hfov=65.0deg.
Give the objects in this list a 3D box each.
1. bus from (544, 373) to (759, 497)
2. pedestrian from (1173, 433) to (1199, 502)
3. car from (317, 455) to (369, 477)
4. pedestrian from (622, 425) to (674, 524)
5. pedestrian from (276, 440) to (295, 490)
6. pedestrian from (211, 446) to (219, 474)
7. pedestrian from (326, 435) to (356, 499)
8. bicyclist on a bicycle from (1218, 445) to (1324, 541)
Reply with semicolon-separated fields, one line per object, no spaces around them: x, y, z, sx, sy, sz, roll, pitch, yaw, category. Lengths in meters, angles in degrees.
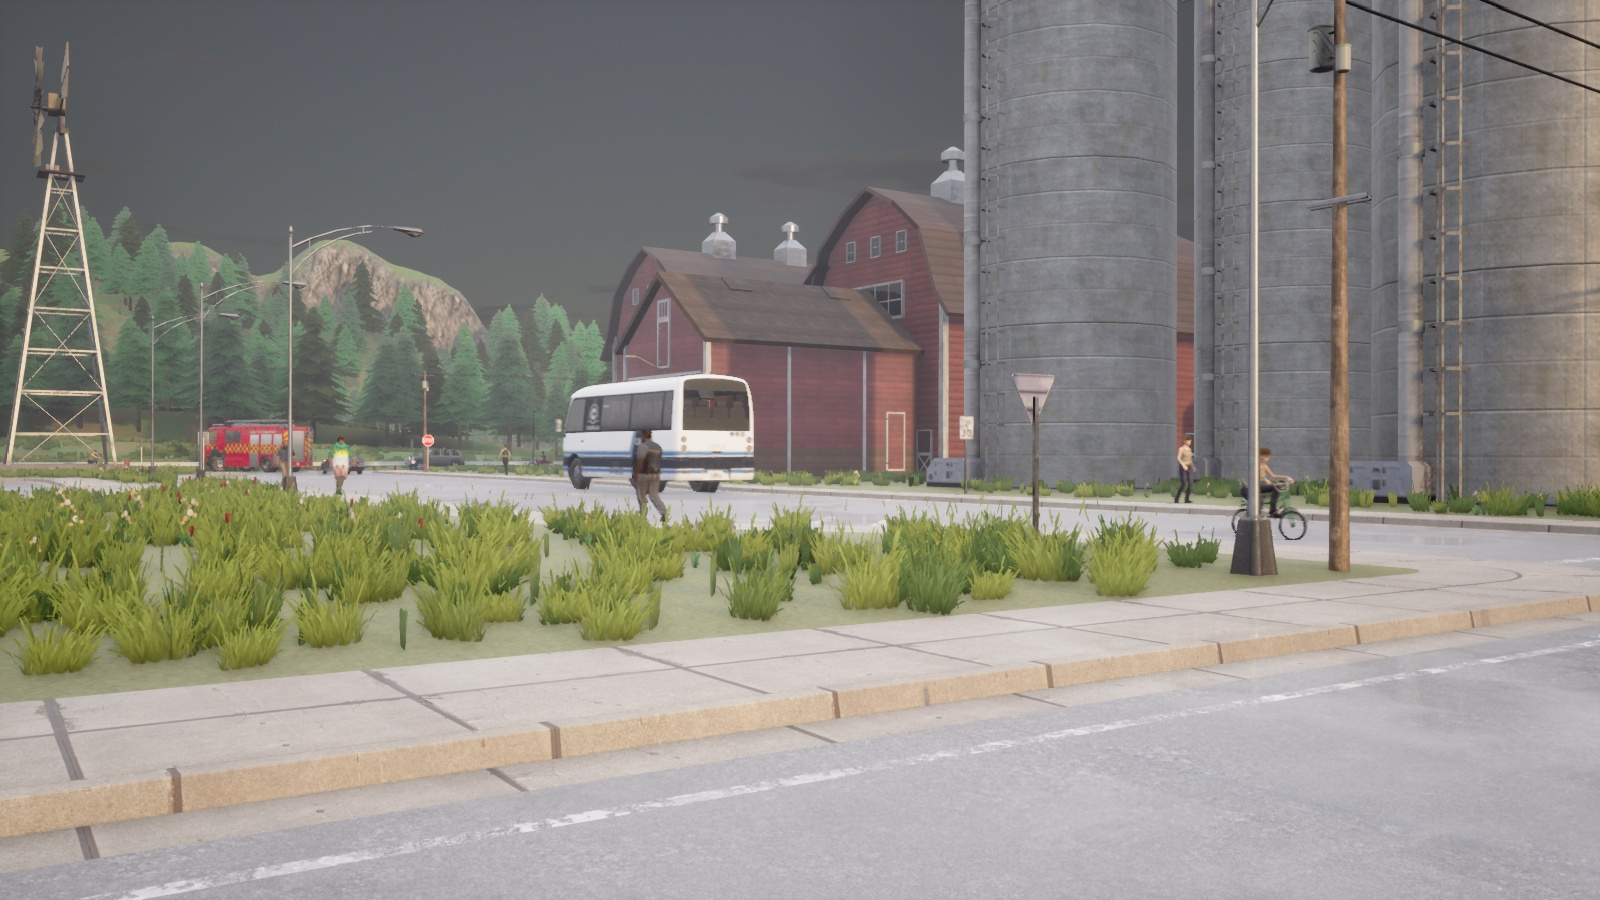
-6.014;-0.500;48.641;3.944;4.253;10.273;0;0;-35;bus
10.315;0.460;33.546;0.345;1.836;0.594;0;0;-26;pedestrian
-30.878;1.065;84.766;2.033;1.411;5.357;0;0;-34;car
-2.945;0.466;24.309;0.849;1.883;0.563;0;0;41;pedestrian
-19.321;0.557;47.165;0.540;1.848;0.694;0;0;-35;pedestrian
-38.638;0.685;82.925;0.370;1.835;0.726;0;0;-19;pedestrian
-14.284;0.526;39.054;0.659;1.952;0.873;0;0;-36;pedestrian
8.180;0.717;21.853;0.866;1.612;1.509;0;0;-35;bicyclist on a bicycle
